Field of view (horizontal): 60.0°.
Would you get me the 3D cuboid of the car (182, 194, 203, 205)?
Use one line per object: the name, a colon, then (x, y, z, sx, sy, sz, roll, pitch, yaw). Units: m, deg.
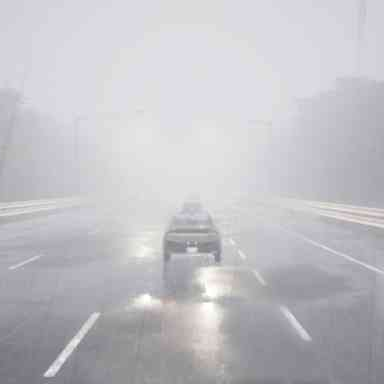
car: (0.012, 1.256, 31.170, 1.812, 1.442, 4.674, 0, 1, 0)

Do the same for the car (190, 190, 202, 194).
car: (0.121, 0.908, 49.216, 1.812, 1.442, 4.674, 0, 1, 1)

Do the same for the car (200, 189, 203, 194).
car: (0.944, 0.395, 78.435, 2.128, 1.511, 4.902, 0, 1, 3)

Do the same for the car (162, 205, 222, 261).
car: (0.005, 1.449, 12.083, 2.128, 1.511, 4.902, 0, 0, 0)
